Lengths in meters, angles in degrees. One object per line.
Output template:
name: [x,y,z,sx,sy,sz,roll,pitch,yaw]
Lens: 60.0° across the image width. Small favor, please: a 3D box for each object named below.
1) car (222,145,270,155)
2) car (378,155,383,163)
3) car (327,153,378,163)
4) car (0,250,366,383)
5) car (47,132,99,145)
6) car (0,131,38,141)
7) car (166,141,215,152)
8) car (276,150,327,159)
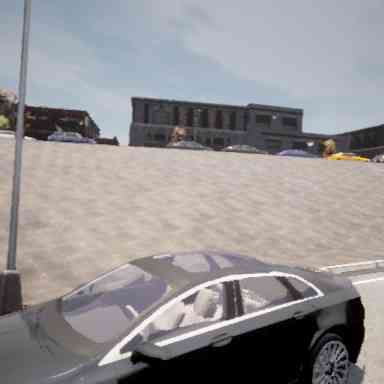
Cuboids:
car: [5.329,-3.856,33.166,4.892,1.521,2.231,3,-1,-7]
car: [21.700,-3.148,35.934,4.553,1.767,2.185,3,-1,-11]
car: [16.276,-3.303,34.895,5.008,1.535,2.097,3,-1,-10]
car: [-0.180,1.471,3.539,4.902,1.511,2.128,0,0,-32]
car: [-10.980,-4.708,31.097,4.553,1.767,2.185,2,-1,-7]
car: [-16.432,-4.779,30.405,4.674,1.452,2.002,2,-1,-7]
car: [-0.140,-4.108,32.466,4.892,1.521,2.231,2,-1,-7]
car: [10.810,-3.543,33.971,4.674,1.452,2.002,3,-1,-8]
